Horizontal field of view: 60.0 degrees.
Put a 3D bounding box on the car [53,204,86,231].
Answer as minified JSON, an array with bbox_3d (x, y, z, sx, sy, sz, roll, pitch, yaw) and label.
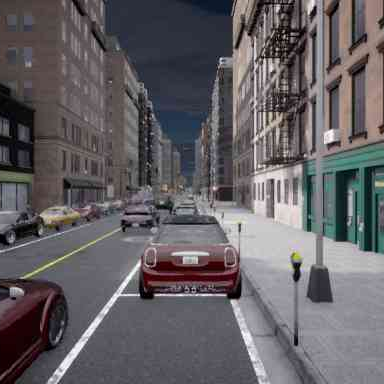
[{"bbox_3d":[-8.408,1.525,20.611,1.752,1.417,4.829,0,0,0],"label":"car"}]

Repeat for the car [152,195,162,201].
[{"bbox_3d":[-8.408,1.510,79.763,1.887,1.381,4.507,0,0,0],"label":"car"}]

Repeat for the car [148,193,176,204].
[{"bbox_3d":[-3.027,1.215,35.949,2.150,2.045,5.566,0,0,0],"label":"car"}]

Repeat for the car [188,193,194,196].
[{"bbox_3d":[-0.382,1.395,90.663,1.967,1.590,4.097,0,0,0],"label":"car"}]

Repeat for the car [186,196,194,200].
[{"bbox_3d":[-0.383,1.519,37.181,1.752,1.417,4.829,0,0,0],"label":"car"}]

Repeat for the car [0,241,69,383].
[{"bbox_3d":[-2.921,1.564,3.543,1.994,1.385,4.181,0,0,0],"label":"car"}]

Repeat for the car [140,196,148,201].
[{"bbox_3d":[-5.771,1.534,48.218,2.033,1.411,5.357,0,0,0],"label":"car"}]

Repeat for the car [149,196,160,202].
[{"bbox_3d":[-8.408,1.521,74.308,2.008,1.369,4.403,0,0,0],"label":"car"}]

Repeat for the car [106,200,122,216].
[{"bbox_3d":[-8.408,1.548,31.607,2.008,1.369,4.403,0,0,0],"label":"car"}]

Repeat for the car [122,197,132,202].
[{"bbox_3d":[-8.408,1.545,37.020,2.008,1.369,4.403,0,0,0],"label":"car"}]

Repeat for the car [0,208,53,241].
[{"bbox_3d":[-8.408,1.566,15.368,1.947,1.339,4.313,0,0,0],"label":"car"}]

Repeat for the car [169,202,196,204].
[{"bbox_3d":[-0.383,1.566,20.772,1.947,1.339,4.313,0,0,0],"label":"car"}]

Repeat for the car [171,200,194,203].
[{"bbox_3d":[-0.383,1.565,26.185,1.947,1.339,4.313,0,0,0],"label":"car"}]

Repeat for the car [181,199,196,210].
[{"bbox_3d":[-0.383,1.572,42.423,1.802,1.307,4.206,0,0,0],"label":"car"}]

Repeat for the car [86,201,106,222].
[{"bbox_3d":[-8.408,1.581,26.194,1.802,1.307,4.206,0,0,0],"label":"car"}]

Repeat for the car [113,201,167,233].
[{"bbox_3d":[-2.921,1.491,19.677,2.128,1.511,4.902,0,0,0],"label":"car"}]

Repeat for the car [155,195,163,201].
[{"bbox_3d":[-8.408,1.486,85.047,1.752,1.417,4.829,0,0,0],"label":"car"}]

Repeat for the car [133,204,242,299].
[{"bbox_3d":[-0.033,1.352,8.620,2.097,1.767,4.553,0,0,0],"label":"car"}]

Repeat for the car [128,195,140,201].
[{"bbox_3d":[-8.408,1.302,47.845,2.192,1.841,5.009,0,0,0],"label":"car"}]
